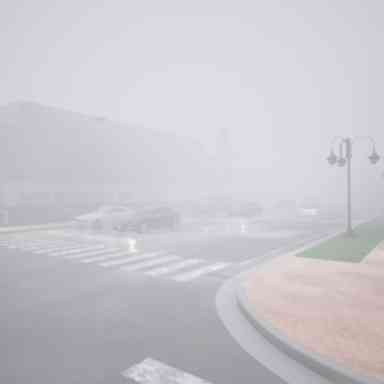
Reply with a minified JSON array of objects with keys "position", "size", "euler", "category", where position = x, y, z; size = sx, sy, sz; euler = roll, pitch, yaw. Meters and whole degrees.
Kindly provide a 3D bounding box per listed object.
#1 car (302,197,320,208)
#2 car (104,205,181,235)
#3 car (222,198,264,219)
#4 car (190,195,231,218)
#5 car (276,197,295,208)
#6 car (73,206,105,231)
[{"position":[17.180,1.514,47.946],"size":[2.128,1.511,4.902],"euler":[-1,0,28],"category":"car"},{"position":[-2.560,1.596,19.856],"size":[1.837,1.490,4.892],"euler":[-1,0,34],"category":"car"},{"position":[4.990,1.571,30.389],"size":[1.837,1.490,4.892],"euler":[-1,0,36],"category":"car"},{"position":[2.060,1.310,32.293],"size":[2.150,2.045,5.566],"euler":[-1,1,35],"category":"car"},{"position":[13.958,1.530,49.363],"size":[1.882,1.535,5.008],"euler":[0,0,29],"category":"car"},{"position":[-5.500,1.649,21.942],"size":[1.812,1.442,4.674],"euler":[-1,0,38],"category":"car"}]
